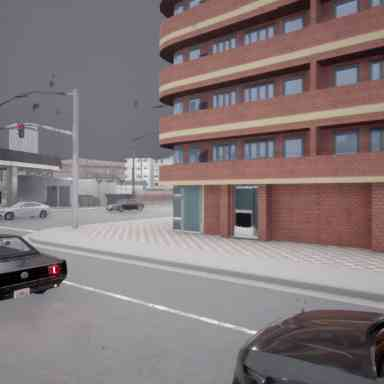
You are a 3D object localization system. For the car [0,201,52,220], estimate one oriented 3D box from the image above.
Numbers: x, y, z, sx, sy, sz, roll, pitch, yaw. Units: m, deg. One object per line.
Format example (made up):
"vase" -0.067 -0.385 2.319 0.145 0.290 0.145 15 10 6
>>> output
"car" -14.193 1.523 27.981 1.812 1.442 4.674 0 0 34

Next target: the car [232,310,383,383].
"car" 2.600 1.514 2.141 4.892 1.490 1.837 0 0 35

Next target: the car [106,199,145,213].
"car" -7.498 1.515 37.763 2.128 1.511 4.902 0 0 35

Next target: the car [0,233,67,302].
"car" -4.982 1.599 7.530 4.718 1.301 1.895 0 0 36
